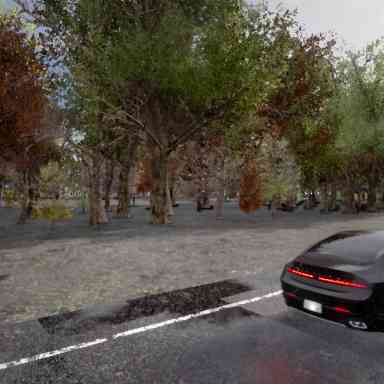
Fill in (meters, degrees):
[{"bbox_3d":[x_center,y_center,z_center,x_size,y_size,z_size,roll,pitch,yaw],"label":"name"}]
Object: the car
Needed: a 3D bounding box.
[{"bbox_3d":[3.799,1.505,6.473,4.892,1.490,1.837,1,0,-36],"label":"car"}]
